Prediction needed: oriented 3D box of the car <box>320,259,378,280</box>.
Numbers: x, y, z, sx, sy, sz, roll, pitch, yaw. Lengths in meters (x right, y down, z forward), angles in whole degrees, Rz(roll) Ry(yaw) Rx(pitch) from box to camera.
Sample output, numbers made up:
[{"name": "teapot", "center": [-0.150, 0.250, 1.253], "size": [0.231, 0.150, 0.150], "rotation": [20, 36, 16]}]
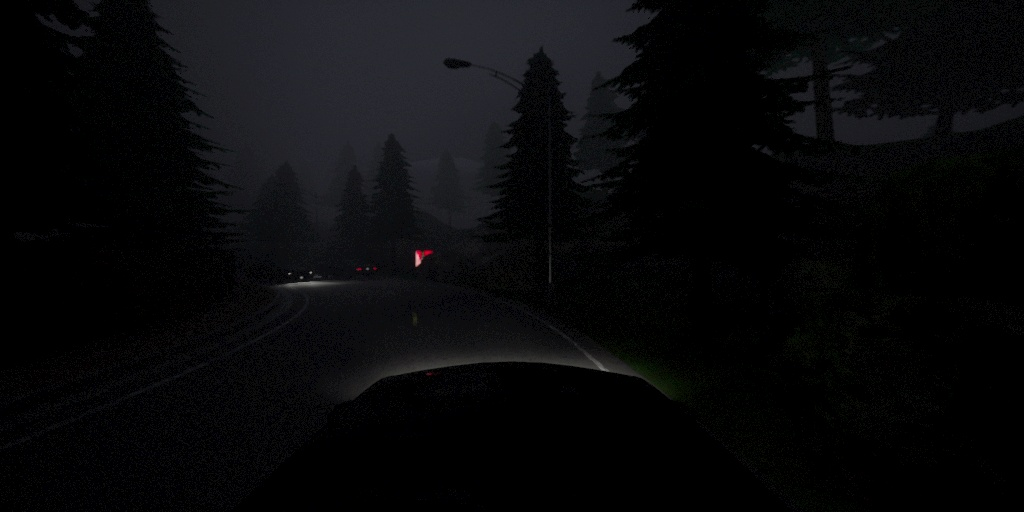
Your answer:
[{"name": "car", "center": [-12.324, 0.947, 26.741], "size": [5.357, 1.411, 2.033], "rotation": [0, 1, 33]}]

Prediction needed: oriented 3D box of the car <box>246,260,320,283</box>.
[{"name": "car", "center": [-15.903, 1.004, 24.438], "size": [5.357, 1.411, 2.033], "rotation": [0, 1, 29]}]

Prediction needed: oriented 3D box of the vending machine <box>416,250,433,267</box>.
[{"name": "vending machine", "center": [-6.400, 0.572, 26.261], "size": [0.880, 2.100, 1.100], "rotation": [0, 0, 44]}]
